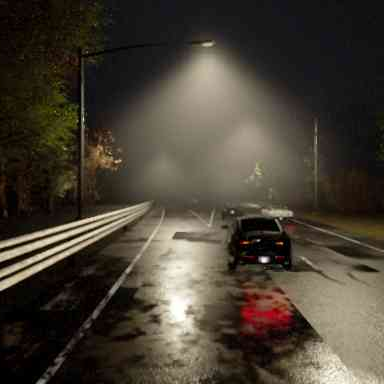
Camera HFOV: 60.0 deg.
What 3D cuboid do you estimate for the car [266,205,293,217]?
[{"bbox_3d":[6.936,1.756,27.544,1.895,1.301,4.718,0,0,4],"label":"car"}]

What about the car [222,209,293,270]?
[{"bbox_3d":[2.097,1.560,11.264,1.837,1.490,4.892,0,0,4],"label":"car"}]

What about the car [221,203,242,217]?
[{"bbox_3d":[3.701,1.744,31.075,1.994,1.385,4.181,0,0,4],"label":"car"}]

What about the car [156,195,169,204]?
[{"bbox_3d":[-7.062,1.840,83.388,2.150,2.045,5.566,0,-1,-10],"label":"car"}]
